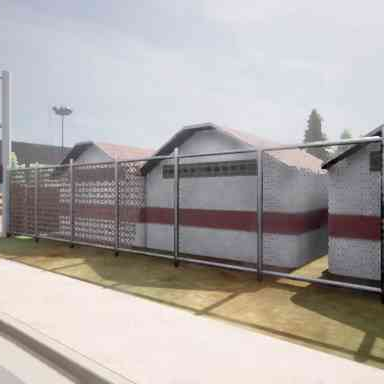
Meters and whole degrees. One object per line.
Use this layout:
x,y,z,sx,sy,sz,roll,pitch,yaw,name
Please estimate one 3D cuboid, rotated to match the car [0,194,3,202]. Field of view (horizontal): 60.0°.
-22.535,1.222,39.964,2.150,2.045,5.566,0,0,37,car
